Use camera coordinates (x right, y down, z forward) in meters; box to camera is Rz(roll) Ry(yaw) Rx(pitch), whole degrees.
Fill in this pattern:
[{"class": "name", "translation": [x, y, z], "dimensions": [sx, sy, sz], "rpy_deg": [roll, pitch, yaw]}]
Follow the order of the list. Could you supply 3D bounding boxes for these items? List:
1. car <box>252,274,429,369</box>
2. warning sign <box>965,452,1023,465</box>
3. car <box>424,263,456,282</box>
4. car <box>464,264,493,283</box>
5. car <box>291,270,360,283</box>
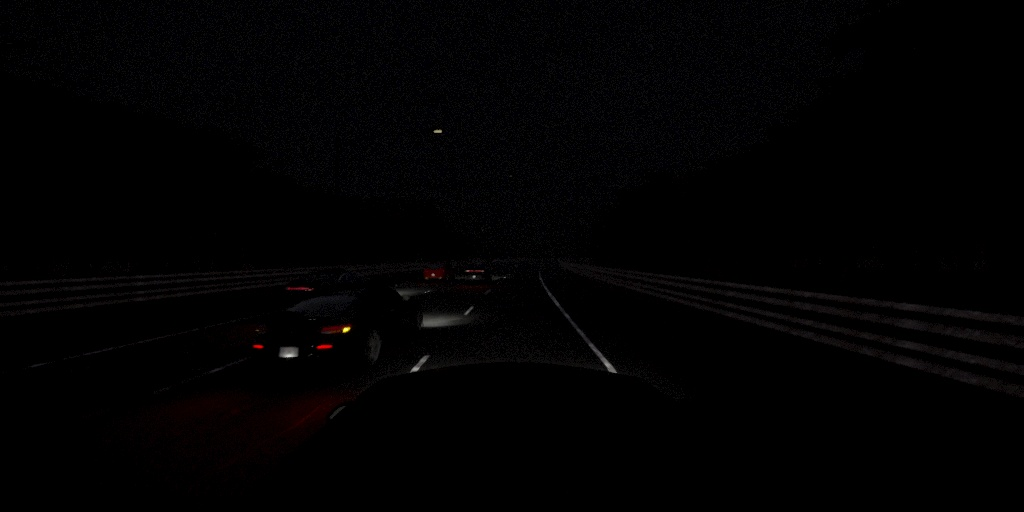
[{"class": "car", "translation": [-3.354, 1.297, 7.759], "dimensions": [1.812, 1.442, 4.674], "rpy_deg": [0, 0, 1]}, {"class": "warning sign", "translation": [4.545, 0.875, 2.721], "dimensions": [1.300, 1.860, 1.060], "rpy_deg": [0, 0, 0]}, {"class": "car", "translation": [-6.118, 1.341, 30.826], "dimensions": [1.882, 1.535, 5.008], "rpy_deg": [0, 0, 3]}, {"class": "car", "translation": [-2.696, 1.353, 29.139], "dimensions": [2.128, 1.511, 4.902], "rpy_deg": [0, 0, 3]}, {"class": "car", "translation": [-6.731, 1.285, 13.903], "dimensions": [2.128, 1.511, 4.902], "rpy_deg": [0, 0, 1]}]
